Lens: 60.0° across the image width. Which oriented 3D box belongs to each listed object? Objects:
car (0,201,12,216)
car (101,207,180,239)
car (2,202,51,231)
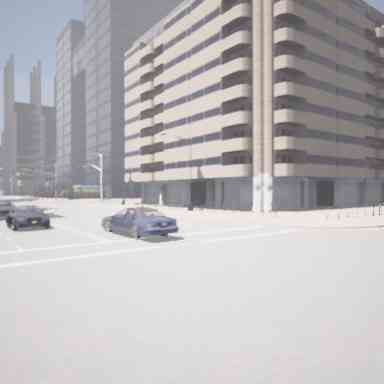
[{"bbox_3d":[-16.414,1.479,29.113,2.033,1.411,5.357,0,0,-36],"label":"car"},{"bbox_3d":[-2.803,1.501,17.086,2.033,1.411,5.357,0,0,-38],"label":"car"},{"bbox_3d":[-10.141,1.524,20.542,1.994,1.385,4.181,0,0,-36],"label":"car"}]
